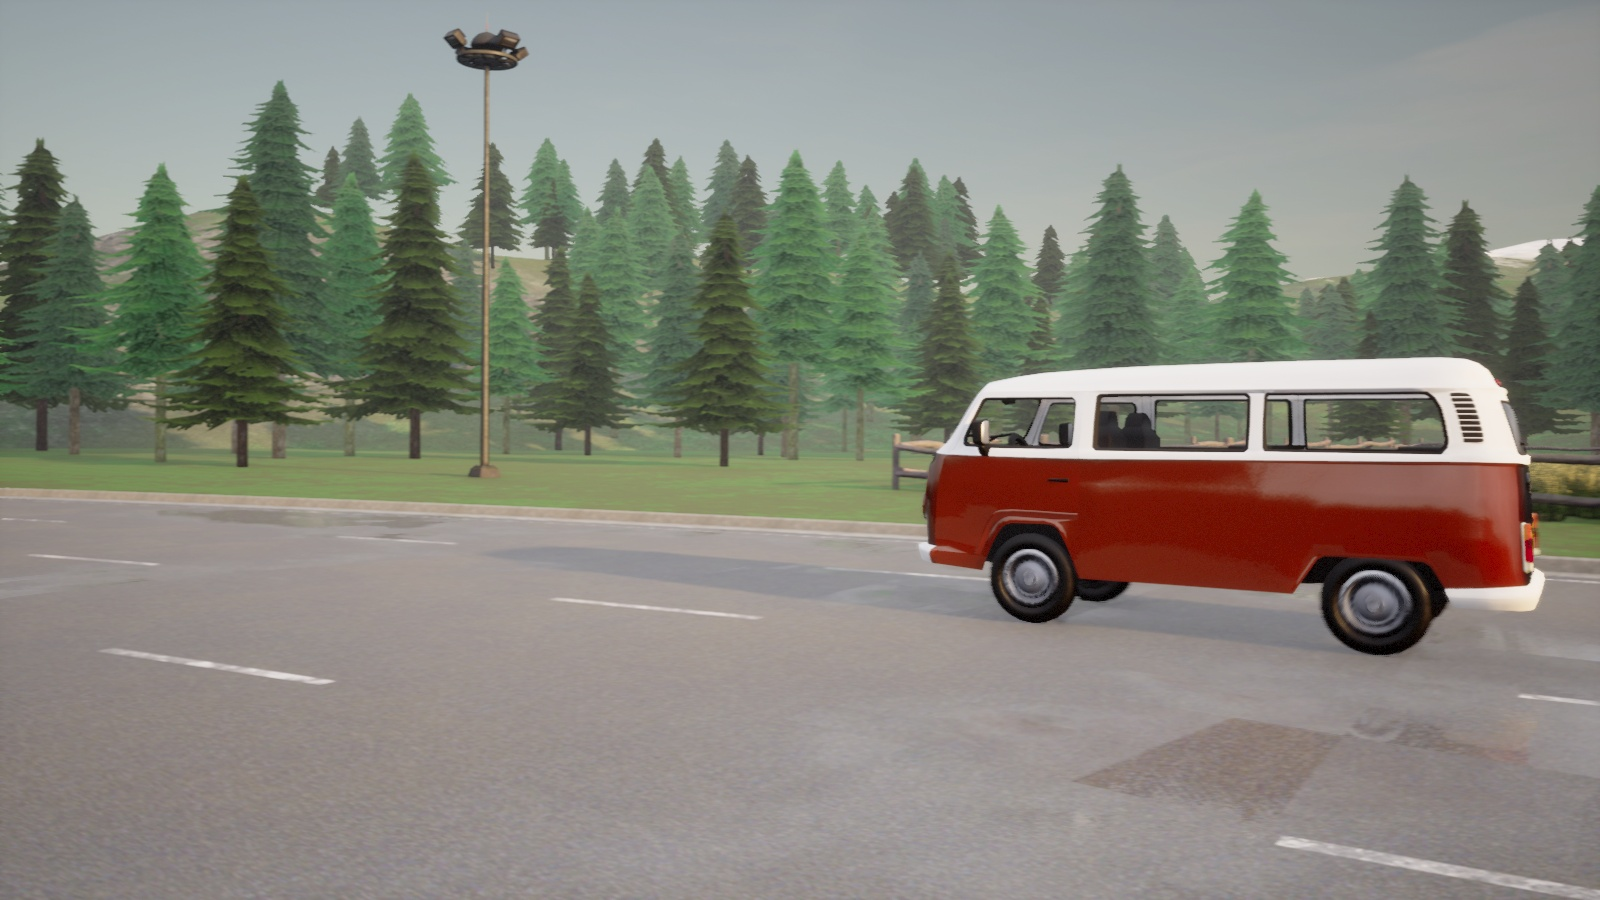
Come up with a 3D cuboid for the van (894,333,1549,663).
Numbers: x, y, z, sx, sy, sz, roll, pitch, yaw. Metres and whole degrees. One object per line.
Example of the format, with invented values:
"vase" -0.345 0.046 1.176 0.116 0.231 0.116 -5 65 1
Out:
"van" 3.216 0.282 9.803 4.480 2.038 2.069 0 1 32
